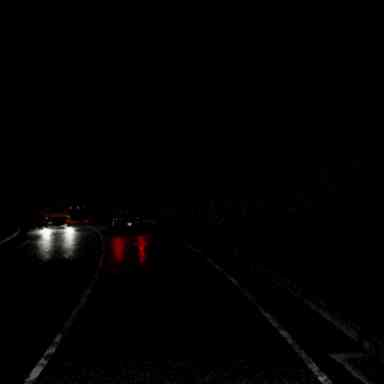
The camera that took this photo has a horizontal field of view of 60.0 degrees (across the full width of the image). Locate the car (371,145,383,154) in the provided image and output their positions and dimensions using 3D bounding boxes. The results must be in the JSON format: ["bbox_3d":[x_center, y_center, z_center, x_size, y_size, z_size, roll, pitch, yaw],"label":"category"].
[{"bbox_3d":[25.527,-5.414,43.713,2.185,1.767,4.553,0,2,4],"label":"car"}]

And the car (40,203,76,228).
[{"bbox_3d":[-10.734,1.855,26.087,1.882,1.535,5.008,-1,-1,-29],"label":"car"}]

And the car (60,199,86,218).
[{"bbox_3d":[-13.724,1.860,37.231,2.150,2.045,5.566,-2,-1,-39],"label":"car"}]

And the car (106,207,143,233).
[{"bbox_3d":[-4.336,1.677,21.017,1.812,1.442,4.674,-1,-1,-20],"label":"car"}]

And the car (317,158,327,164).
[{"bbox_3d":[27.007,-5.820,65.717,2.002,1.452,4.674,0,1,4],"label":"car"}]

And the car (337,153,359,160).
[{"bbox_3d":[26.265,-5.583,54.704,2.231,1.521,4.892,0,2,4],"label":"car"}]

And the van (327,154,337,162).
[{"bbox_3d":[26.627,-5.947,60.082,1.878,1.987,4.442,0,1,4],"label":"van"}]

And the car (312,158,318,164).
[{"bbox_3d":[27.374,-6.240,71.184,2.435,2.045,5.566,0,1,4],"label":"car"}]
